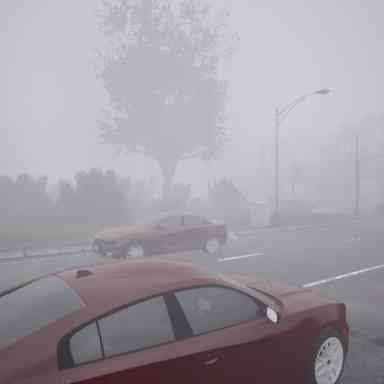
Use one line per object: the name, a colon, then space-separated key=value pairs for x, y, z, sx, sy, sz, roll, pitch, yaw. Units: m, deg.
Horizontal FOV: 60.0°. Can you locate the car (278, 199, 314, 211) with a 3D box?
car: x=12.173 y=1.600 z=40.973 sx=1.895 sy=1.301 sz=4.718 roll=0 pitch=0 yaw=-32

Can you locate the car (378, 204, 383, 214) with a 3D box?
car: x=21.051 y=1.564 z=33.442 sx=1.994 sy=1.385 sz=4.181 roll=0 pitch=0 yaw=-32

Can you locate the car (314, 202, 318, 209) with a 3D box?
car: x=14.475 y=1.563 z=43.870 sx=1.994 sy=1.385 sz=4.181 roll=0 pitch=0 yaw=-32

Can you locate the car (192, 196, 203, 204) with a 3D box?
car: x=0.635 y=1.465 z=58.885 sx=1.812 sy=1.442 sz=4.674 roll=0 pitch=0 yaw=-34

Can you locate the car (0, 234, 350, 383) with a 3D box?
car: x=-0.315 y=1.478 z=3.520 sx=5.008 sy=1.535 sz=1.882 roll=0 pitch=0 yaw=-35

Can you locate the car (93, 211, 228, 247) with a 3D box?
car: x=-0.969 y=1.477 z=11.878 sx=5.008 sy=1.535 sz=1.882 roll=0 pitch=0 yaw=-35
